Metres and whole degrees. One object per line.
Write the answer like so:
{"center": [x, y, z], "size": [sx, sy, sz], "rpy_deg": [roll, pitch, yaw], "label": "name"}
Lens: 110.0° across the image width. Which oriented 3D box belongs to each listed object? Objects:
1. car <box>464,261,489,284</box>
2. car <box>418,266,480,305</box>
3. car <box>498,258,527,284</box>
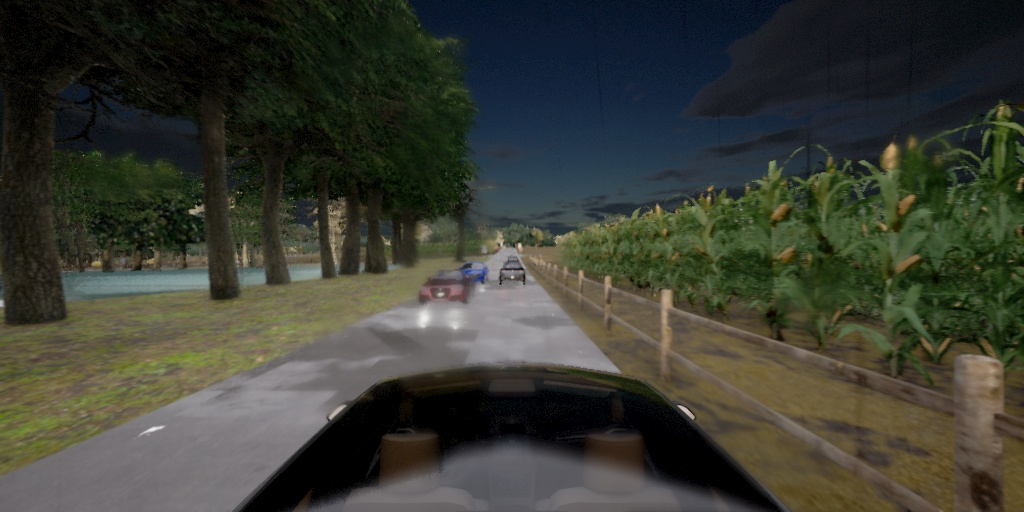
{"center": [-2.749, 1.153, 26.336], "size": [1.882, 1.535, 5.008], "rpy_deg": [0, 1, 0], "label": "car"}
{"center": [-2.772, 1.309, 16.006], "size": [1.994, 1.385, 4.181], "rpy_deg": [0, 0, 1], "label": "car"}
{"center": [0.043, 1.173, 25.858], "size": [2.128, 1.511, 4.902], "rpy_deg": [0, 1, 1], "label": "car"}
